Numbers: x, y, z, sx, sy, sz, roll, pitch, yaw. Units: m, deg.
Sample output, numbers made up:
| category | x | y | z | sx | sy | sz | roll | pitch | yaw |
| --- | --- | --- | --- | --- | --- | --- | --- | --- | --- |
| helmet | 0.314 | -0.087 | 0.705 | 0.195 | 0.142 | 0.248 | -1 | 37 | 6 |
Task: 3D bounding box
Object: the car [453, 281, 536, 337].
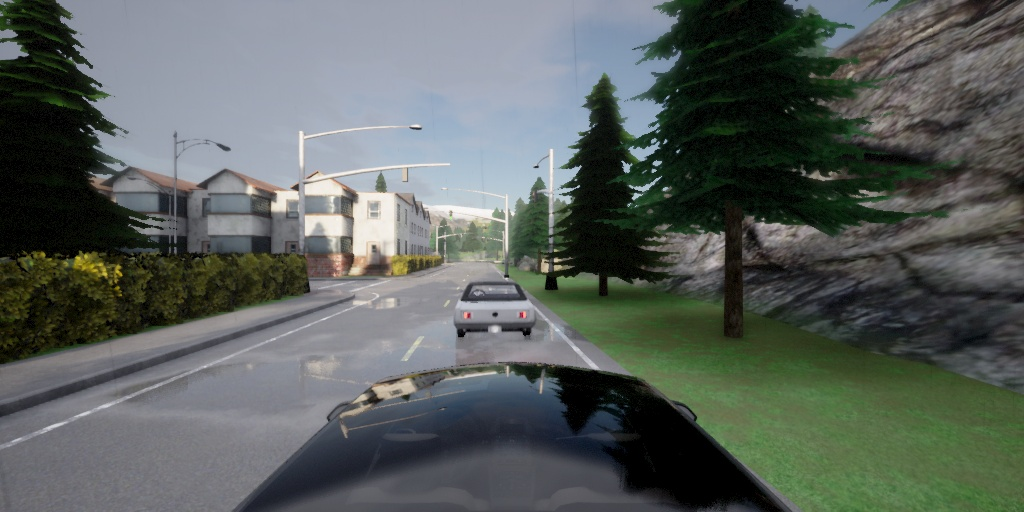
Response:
| category | x | y | z | sx | sy | sz | roll | pitch | yaw |
| --- | --- | --- | --- | --- | --- | --- | --- | --- | --- |
| car | -0.543 | 1.351 | 10.257 | 1.895 | 1.301 | 4.718 | 0 | 0 | -4 |
